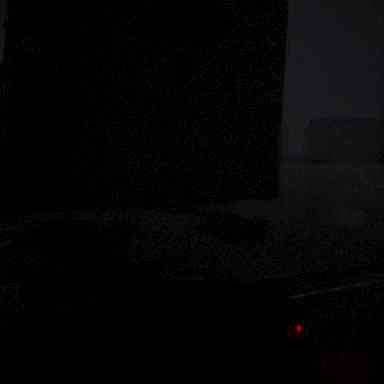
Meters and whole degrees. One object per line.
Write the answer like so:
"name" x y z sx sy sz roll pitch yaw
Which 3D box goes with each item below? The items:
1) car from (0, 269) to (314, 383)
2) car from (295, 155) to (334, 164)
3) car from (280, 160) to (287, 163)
"car" -1.206 1.533 2.985 5.357 1.411 2.033 0 0 -34
"car" 14.963 -3.710 40.838 4.553 1.767 2.185 3 -2 11
"car" 9.559 -3.784 41.837 4.674 1.452 2.002 3 -2 11
